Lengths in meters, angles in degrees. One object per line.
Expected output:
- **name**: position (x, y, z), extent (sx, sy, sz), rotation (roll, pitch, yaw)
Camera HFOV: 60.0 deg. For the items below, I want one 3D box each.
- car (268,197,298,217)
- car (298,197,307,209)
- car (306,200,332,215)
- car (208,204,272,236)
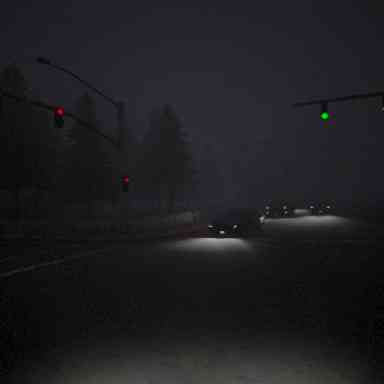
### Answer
- **car**: position (8.339, 1.414, 31.345), extent (2.097, 1.767, 4.553), rotation (-3, -1, 24)
- **car**: position (14.794, 1.476, 45.706), extent (2.128, 1.511, 4.902), rotation (-3, -1, 25)
- **car**: position (12.920, 1.504, 33.197), extent (1.895, 1.301, 4.718), rotation (-3, -1, 24)
- **car**: position (2.801, 1.681, 19.614), extent (2.033, 1.411, 5.357), rotation (-3, -1, 28)
